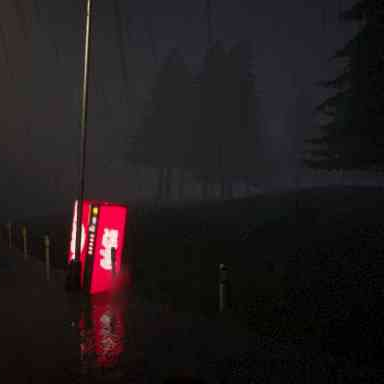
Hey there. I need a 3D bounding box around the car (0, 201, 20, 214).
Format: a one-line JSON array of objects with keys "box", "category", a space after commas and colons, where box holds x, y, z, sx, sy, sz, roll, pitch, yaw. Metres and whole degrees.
[{"box": [-22.452, 1.815, 39.424, 2.033, 1.411, 5.357, 4, -1, -3], "category": "car"}]

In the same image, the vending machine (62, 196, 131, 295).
[{"box": [-2.291, 1.228, 8.017, 0.880, 2.100, 1.100, 6, 0, 44], "category": "vending machine"}]
